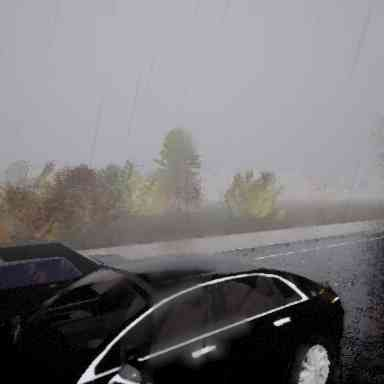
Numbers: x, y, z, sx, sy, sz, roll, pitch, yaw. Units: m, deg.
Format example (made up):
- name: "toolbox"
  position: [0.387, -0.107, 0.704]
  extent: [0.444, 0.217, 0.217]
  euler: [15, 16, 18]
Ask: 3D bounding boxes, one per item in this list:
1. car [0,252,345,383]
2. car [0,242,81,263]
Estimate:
- name: "car"
  position: [-0.363, 1.501, 3.430]
  extent: [4.892, 1.490, 1.837]
  euler: [0, 0, -36]
- name: "car"
  position: [-3.046, 1.600, 5.506]
  extent: [4.718, 1.301, 1.895]
  euler: [0, 0, -36]
